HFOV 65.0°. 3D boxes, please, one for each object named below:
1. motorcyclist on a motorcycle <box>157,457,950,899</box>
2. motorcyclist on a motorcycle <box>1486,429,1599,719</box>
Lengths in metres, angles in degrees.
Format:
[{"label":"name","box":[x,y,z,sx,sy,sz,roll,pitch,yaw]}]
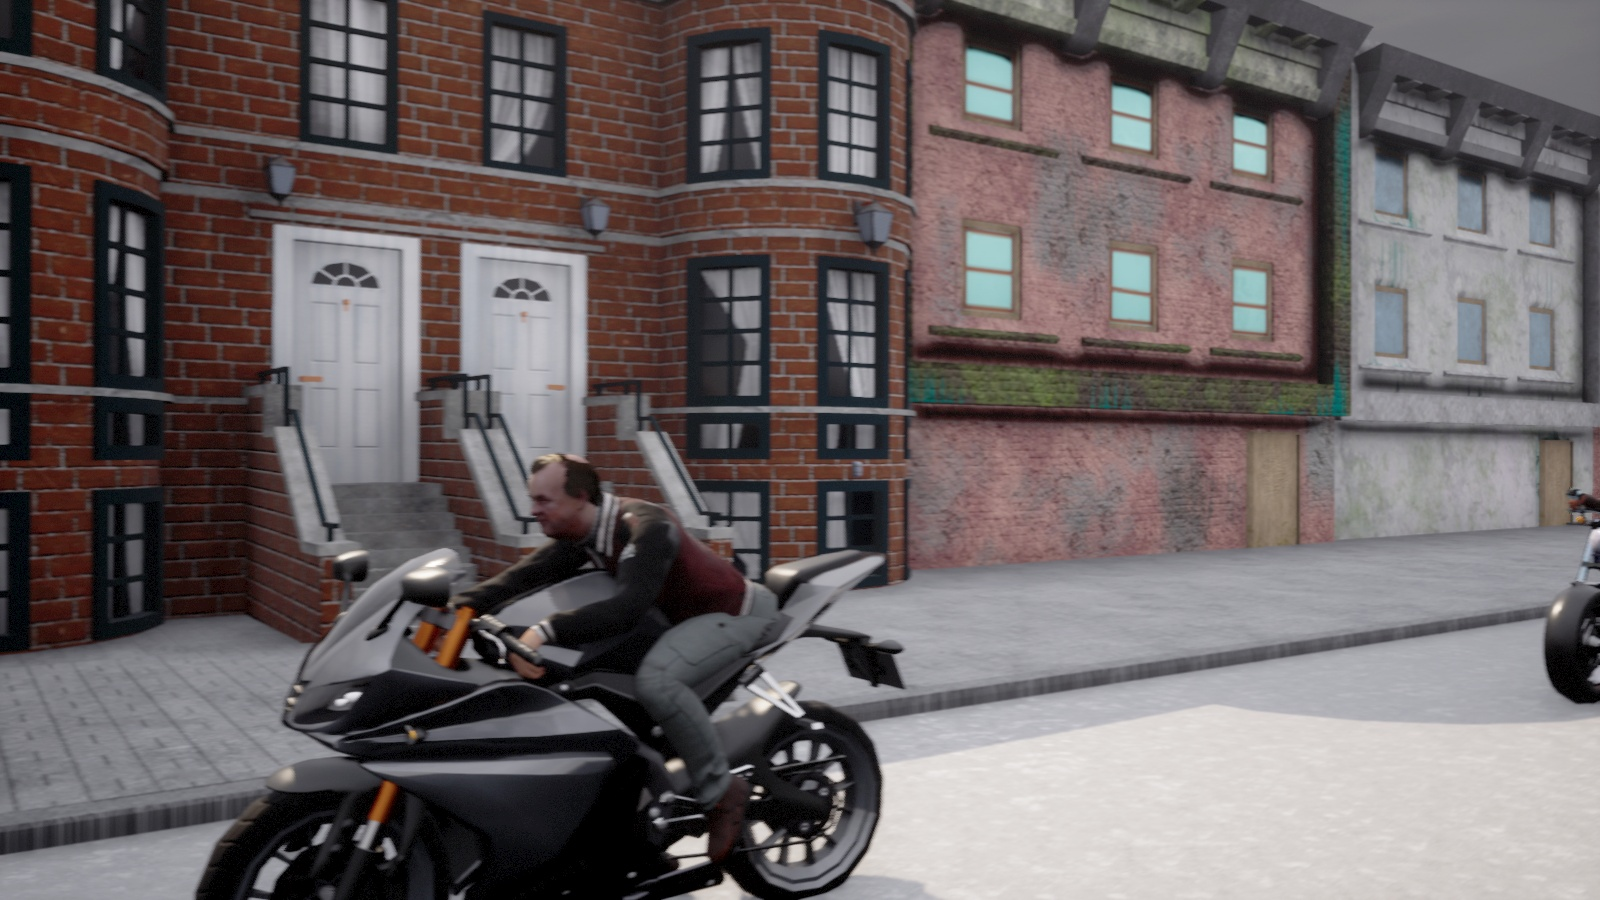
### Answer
[{"label":"motorcyclist on a motorcycle","box":[-0.662,0.791,3.806,2.191,1.530,0.866,0,0,-35]},{"label":"motorcyclist on a motorcycle","box":[5.367,0.704,8.014,2.350,1.649,0.766,0,0,-35]}]
